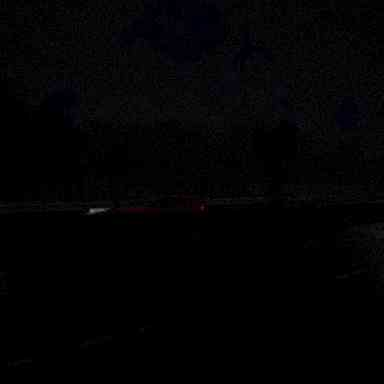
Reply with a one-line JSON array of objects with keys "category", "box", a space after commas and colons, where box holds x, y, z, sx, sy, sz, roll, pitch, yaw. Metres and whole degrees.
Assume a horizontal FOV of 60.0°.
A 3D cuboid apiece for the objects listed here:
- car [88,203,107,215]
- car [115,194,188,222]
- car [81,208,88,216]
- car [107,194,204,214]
[{"category": "car", "box": [-4.221, 1.511, 22.430, 4.674, 1.442, 1.812, 0, 0, -35]}, {"category": "car", "box": [-3.219, 1.195, 27.297, 5.566, 2.045, 2.150, 0, 0, -35]}, {"category": "car", "box": [-6.872, 1.583, 28.192, 4.718, 1.301, 1.895, 0, 0, -38]}, {"category": "car", "box": [-1.819, 1.206, 19.843, 5.566, 2.045, 2.150, 0, 0, -35]}]
